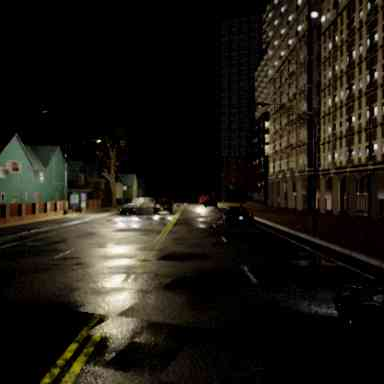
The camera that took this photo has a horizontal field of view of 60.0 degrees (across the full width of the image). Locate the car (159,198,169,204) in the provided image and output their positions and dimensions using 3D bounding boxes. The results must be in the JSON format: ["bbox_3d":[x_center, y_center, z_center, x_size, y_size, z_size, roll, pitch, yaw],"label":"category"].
[{"bbox_3d":[-6.513,2.025,77.512,2.033,1.411,5.357,0,-1,0],"label":"car"}]

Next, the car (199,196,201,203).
[{"bbox_3d":[3.236,1.956,79.028,2.150,2.045,5.566,0,-1,0],"label":"car"}]

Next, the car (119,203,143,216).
[{"bbox_3d":[-6.601,1.911,36.282,1.895,1.301,4.718,0,-1,0],"label":"car"}]

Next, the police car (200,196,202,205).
[{"bbox_3d":[3.238,2.046,68.101,1.930,1.638,5.238,0,-1,0],"label":"police car"}]

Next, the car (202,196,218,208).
[{"bbox_3d":[3.240,1.863,56.959,2.097,1.767,4.553,0,-1,0],"label":"car"}]

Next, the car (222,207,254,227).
[{"bbox_3d":[3.345,1.770,24.746,1.994,1.385,4.181,0,-1,0],"label":"car"}]

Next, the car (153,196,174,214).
[{"bbox_3d":[-3.350,1.565,39.855,2.150,2.045,5.566,0,0,0],"label":"car"}]

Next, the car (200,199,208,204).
[{"bbox_3d":[3.234,2.455,90.027,1.895,1.301,4.718,0,-1,0],"label":"car"}]

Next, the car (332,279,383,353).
[{"bbox_3d":[3.348,1.574,3.287,2.033,1.411,5.357,0,0,0],"label":"car"}]
